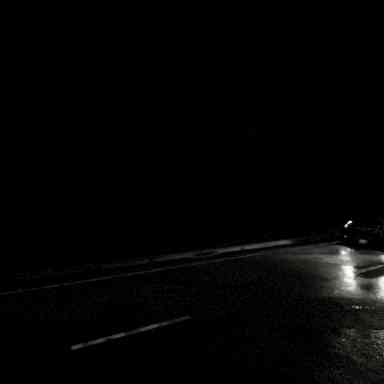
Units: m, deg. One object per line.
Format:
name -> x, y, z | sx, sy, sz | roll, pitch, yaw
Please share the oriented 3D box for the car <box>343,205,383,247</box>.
car -> 8.542, 1.358, 14.379 | 4.553, 1.767, 2.097 | 0, 0, -35
